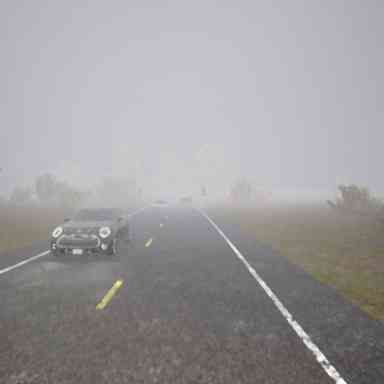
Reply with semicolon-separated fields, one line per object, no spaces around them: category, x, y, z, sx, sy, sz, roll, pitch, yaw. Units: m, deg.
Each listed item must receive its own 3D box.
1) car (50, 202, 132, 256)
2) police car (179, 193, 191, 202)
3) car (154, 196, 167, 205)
car;-3.713;1.322;12.936;2.097;1.767;4.553;0;0;-1
police car;-1.155;1.202;66.206;1.930;1.638;5.238;0;0;-3
car;-5.143;1.391;55.150;1.994;1.385;4.181;0;0;-3
